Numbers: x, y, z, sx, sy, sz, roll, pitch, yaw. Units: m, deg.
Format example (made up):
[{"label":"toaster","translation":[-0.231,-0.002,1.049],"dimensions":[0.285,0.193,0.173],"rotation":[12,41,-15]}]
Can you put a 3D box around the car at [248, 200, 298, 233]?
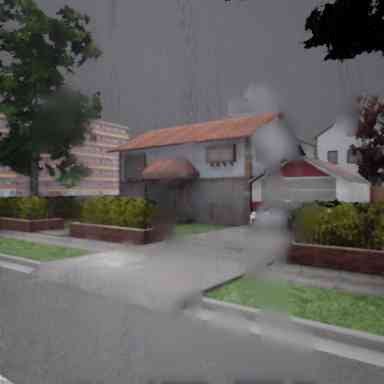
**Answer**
[{"label":"car","translation":[4.475,1.181,17.117],"dimensions":[1.970,1.475,3.806],"rotation":[0,0,36]}]
